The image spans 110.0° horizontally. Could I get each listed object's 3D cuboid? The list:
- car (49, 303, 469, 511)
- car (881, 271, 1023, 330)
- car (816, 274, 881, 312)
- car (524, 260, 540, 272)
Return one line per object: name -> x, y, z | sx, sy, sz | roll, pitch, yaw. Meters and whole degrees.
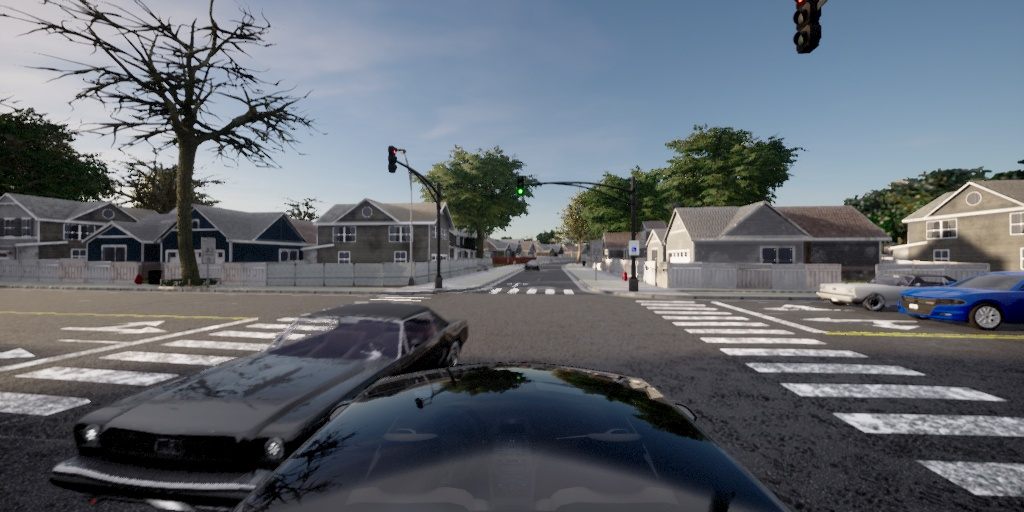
car -> -2.006, 1.358, 4.586 | 1.895, 1.301, 4.718 | 0, 0, 8
car -> 13.986, 1.162, 9.949 | 5.008, 1.535, 1.882 | 0, 0, 8
car -> 14.295, 1.311, 13.187 | 4.718, 1.301, 1.895 | 0, 0, 8
car -> 2.651, 1.251, 46.951 | 1.882, 1.535, 5.008 | 0, 0, 6
